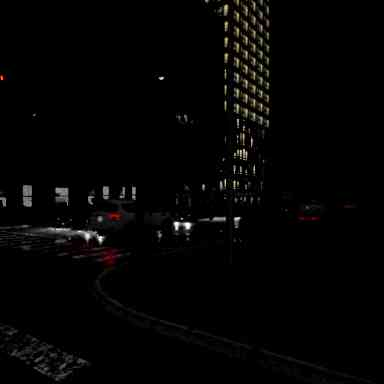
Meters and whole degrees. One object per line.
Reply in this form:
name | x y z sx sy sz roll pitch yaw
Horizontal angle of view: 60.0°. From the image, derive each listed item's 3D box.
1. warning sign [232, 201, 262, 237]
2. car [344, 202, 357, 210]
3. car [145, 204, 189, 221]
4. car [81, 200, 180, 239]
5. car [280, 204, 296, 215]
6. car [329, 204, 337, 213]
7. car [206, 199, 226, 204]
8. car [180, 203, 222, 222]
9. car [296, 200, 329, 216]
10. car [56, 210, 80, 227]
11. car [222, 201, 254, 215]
warning sign | 3.091 1.454 18.556 1.300 1.860 1.060 1 1 33
car | 31.329 2.789 65.799 1.882 1.535 5.008 0 -1 33
car | -2.390 2.003 33.564 1.837 1.490 4.892 0 -1 33
car | -3.327 1.503 19.366 2.150 2.045 5.566 0 -1 31
car | 13.792 2.420 46.481 1.994 1.385 4.181 0 -1 33
car | 21.780 2.597 53.014 1.994 1.385 4.181 0 -1 33
car | 3.143 1.903 42.185 2.150 2.045 5.566 0 -1 32
car | 0.520 2.055 32.086 2.033 1.411 5.357 0 -1 33
car | 16.056 2.066 44.025 2.150 2.045 5.566 0 -1 35
car | -7.573 1.873 25.485 2.033 1.411 5.357 0 -1 33
car | 6.002 2.180 40.617 2.128 1.511 4.902 0 -1 33
